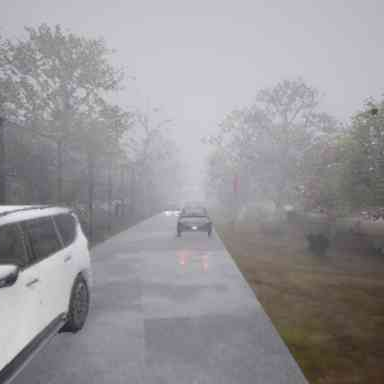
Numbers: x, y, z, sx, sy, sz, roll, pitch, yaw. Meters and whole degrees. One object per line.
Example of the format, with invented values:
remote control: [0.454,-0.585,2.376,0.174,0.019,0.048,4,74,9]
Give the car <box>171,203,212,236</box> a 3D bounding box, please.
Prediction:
car: [0.125,1.589,18.964,2.128,1.511,4.902,0,-1,0]

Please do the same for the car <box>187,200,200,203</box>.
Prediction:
car: [0.195,1.703,37.444,2.097,1.767,4.553,0,-1,0]

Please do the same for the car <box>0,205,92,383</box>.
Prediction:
car: [-2.846,1.227,3.864,2.150,2.045,5.566,0,0,-1]

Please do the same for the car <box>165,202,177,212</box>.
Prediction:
car: [-2.680,2.064,47.379,1.994,1.385,4.181,0,-1,1]
